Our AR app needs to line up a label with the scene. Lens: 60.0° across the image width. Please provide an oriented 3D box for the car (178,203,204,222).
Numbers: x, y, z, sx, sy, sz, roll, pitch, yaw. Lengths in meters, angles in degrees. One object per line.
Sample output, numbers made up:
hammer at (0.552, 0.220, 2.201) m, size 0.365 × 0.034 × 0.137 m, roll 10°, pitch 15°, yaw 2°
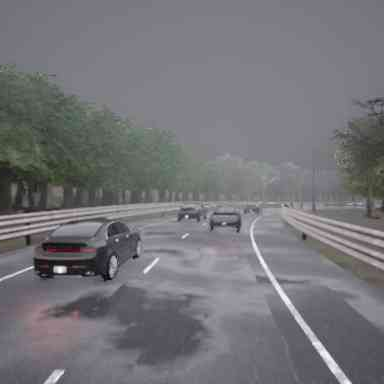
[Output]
car at (0.155, 1.695, 28.229) m, size 1.837 × 1.490 × 4.892 m, roll 0°, pitch -1°, yaw 13°

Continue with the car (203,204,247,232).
car at (2.265, 1.627, 21.386) m, size 2.128 × 1.511 × 4.902 m, roll 0°, pitch -1°, yaw 10°

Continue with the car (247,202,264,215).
car at (7.606, 1.967, 40.827) m, size 1.837 × 1.490 × 4.892 m, roll 0°, pitch -1°, yaw 20°

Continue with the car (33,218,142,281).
car at (-2.820, 1.532, 10.009) m, size 1.837 × 1.490 × 4.892 m, roll 0°, pitch 0°, yaw 5°
